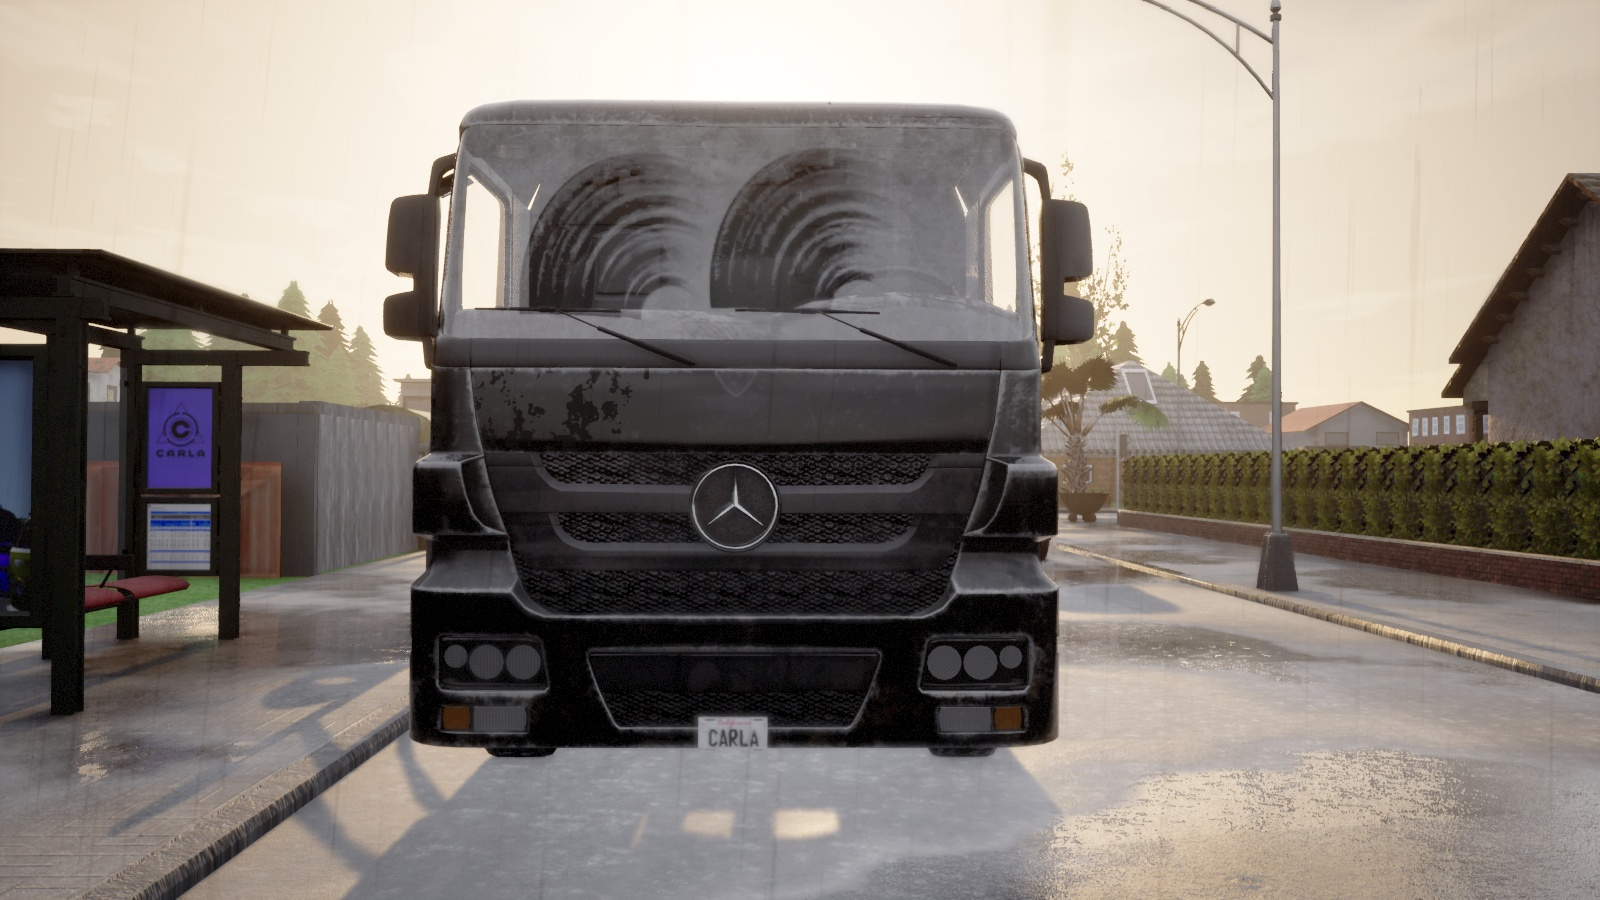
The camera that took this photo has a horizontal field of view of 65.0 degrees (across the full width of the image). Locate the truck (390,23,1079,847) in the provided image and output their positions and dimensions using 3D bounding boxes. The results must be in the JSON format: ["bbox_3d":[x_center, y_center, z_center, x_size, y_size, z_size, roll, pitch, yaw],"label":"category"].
[{"bbox_3d":[-0.345,-0.011,9.266,2.891,3.462,7.936,0,-1,-1],"label":"truck"}]
